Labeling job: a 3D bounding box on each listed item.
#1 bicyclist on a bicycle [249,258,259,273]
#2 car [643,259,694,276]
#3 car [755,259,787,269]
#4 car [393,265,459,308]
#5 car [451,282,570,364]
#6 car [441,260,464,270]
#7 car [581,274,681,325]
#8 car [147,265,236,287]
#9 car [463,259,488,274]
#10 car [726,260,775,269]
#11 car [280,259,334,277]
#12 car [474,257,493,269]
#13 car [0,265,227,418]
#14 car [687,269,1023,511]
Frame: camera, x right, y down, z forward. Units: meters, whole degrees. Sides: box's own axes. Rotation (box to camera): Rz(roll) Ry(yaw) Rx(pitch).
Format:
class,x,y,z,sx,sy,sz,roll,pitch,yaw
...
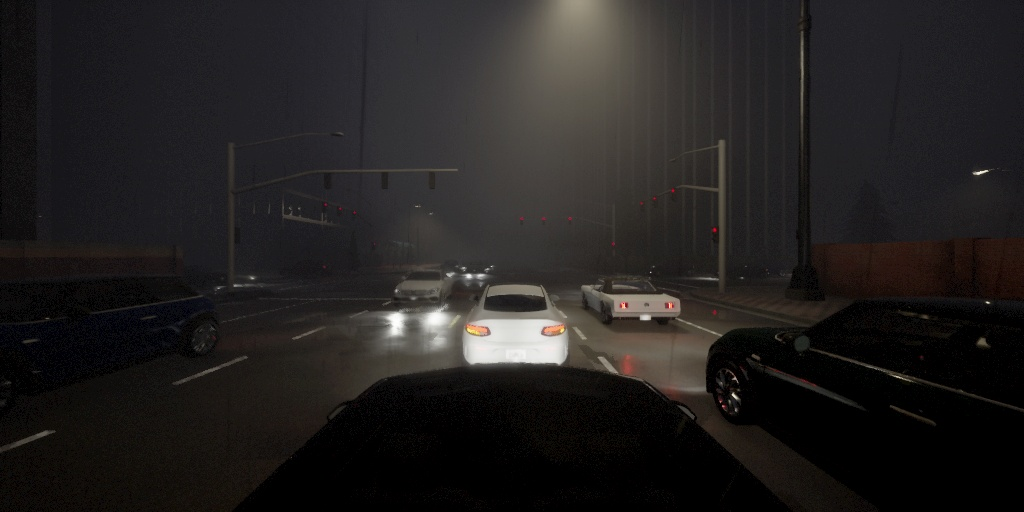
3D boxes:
class,x,y,z,sx,sy,sz,roll,pitch,yaw
bicyclist on a bicycle,-28.409,1.051,39.501,0.582,1.620,1.656,0,0,-1
car,15.338,1.102,35.136,4.553,1.767,2.097,0,0,0
car,24.230,1.102,35.218,4.553,1.767,2.097,0,0,0
car,-3.646,1.276,15.473,1.812,1.442,4.674,0,0,-1
car,0.059,1.276,7.566,1.812,1.442,4.674,0,0,0
car,-7.902,1.242,46.194,2.128,1.511,4.902,0,0,1
car,3.563,1.351,11.783,1.895,1.301,4.718,0,0,0
car,-21.418,1.314,24.081,4.181,1.385,1.994,0,0,0
car,-4.266,1.351,42.375,1.895,1.301,4.718,0,0,-1
car,20.189,1.314,31.681,4.181,1.385,1.994,0,0,-1
car,-19.885,1.102,34.784,4.553,1.767,2.097,0,0,-2
car,-4.509,1.314,56.599,1.994,1.385,4.181,0,0,-1
car,-7.109,1.102,5.488,2.097,1.767,4.553,0,0,0
car,3.599,1.102,2.881,2.097,1.767,4.553,0,0,0
